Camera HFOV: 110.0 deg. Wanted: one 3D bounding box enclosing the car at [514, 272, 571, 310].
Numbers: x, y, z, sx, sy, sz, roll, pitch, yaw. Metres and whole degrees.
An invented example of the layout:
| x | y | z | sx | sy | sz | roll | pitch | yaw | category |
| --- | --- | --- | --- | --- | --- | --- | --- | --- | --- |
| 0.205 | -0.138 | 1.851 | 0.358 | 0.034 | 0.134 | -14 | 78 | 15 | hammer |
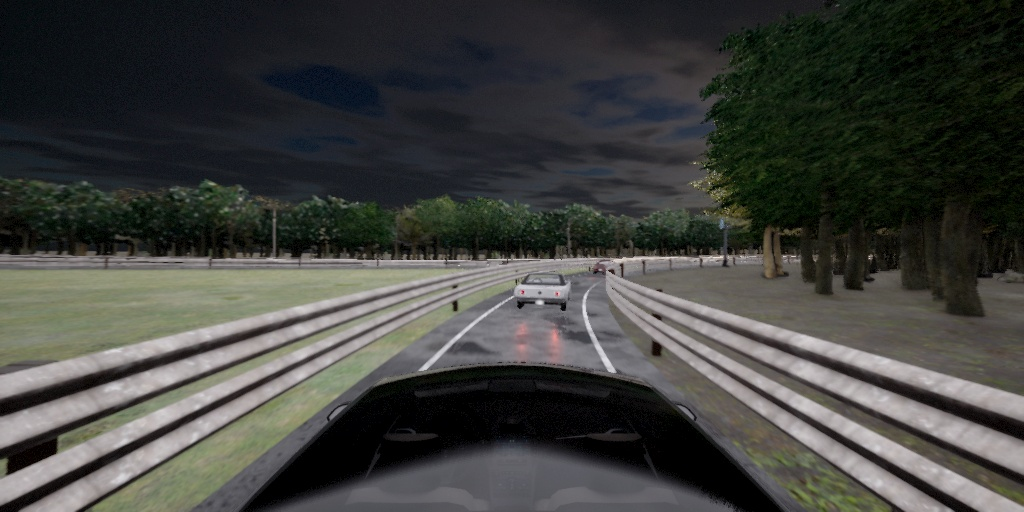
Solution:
| x | y | z | sx | sy | sz | roll | pitch | yaw | category |
| --- | --- | --- | --- | --- | --- | --- | --- | --- | --- |
| 1.423 | 1.318 | 14.708 | 1.895 | 1.301 | 4.718 | 1 | 0 | 11 | car |

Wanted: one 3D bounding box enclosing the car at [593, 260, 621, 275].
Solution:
| x | y | z | sx | sy | sz | roll | pitch | yaw | category |
| --- | --- | --- | --- | --- | --- | --- | --- | --- | --- |
| 9.552 | 1.125 | 35.925 | 1.812 | 1.442 | 4.674 | 1 | 1 | 30 | car |
